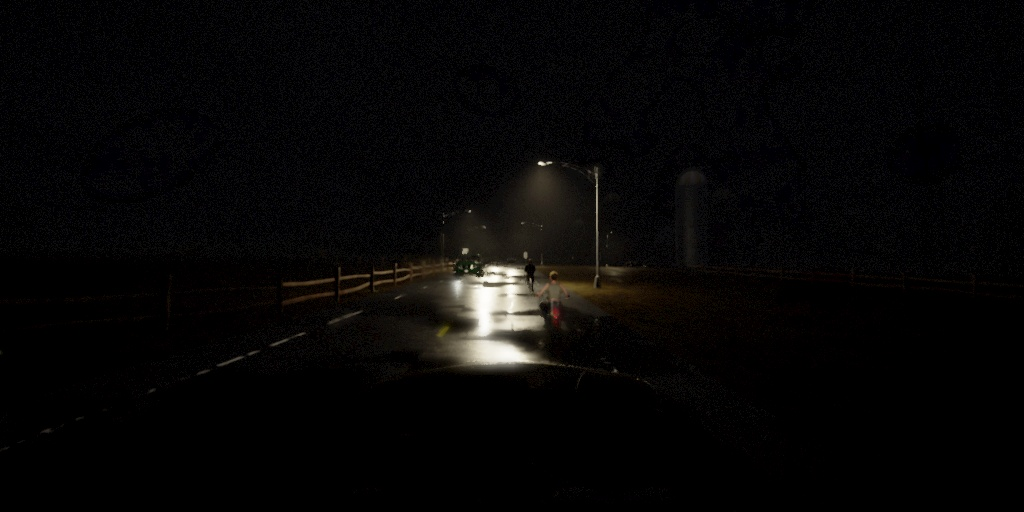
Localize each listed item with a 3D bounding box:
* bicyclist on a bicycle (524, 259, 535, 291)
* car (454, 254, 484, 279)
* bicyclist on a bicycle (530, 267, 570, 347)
[{"bbox_3d":[0.945,1.036,18.678,0.659,1.776,1.843,0,0,0],"label":"bicyclist on a bicycle"},{"bbox_3d":[-3.634,0.856,31.260,2.150,2.045,5.566,0,0,0],"label":"car"},{"bbox_3d":[0.941,1.149,8.204,0.866,1.612,1.509,0,0,0],"label":"bicyclist on a bicycle"}]
